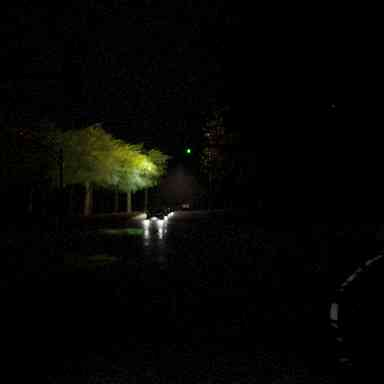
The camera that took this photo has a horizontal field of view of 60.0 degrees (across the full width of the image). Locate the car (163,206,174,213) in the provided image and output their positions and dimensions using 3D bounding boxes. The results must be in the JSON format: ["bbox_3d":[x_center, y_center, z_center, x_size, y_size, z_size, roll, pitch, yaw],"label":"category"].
[{"bbox_3d":[-4.685,3.393,66.271,1.895,1.301,4.718,0,-2,-1],"label":"car"}]

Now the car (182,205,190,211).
[{"bbox_3d":[-1.447,3.806,78.667,1.882,1.535,5.008,0,-3,-1],"label":"car"}]

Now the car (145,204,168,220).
[{"bbox_3d":[-4.140,2.379,38.126,1.837,1.490,4.892,0,-2,-1],"label":"car"}]

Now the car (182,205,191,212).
[{"bbox_3d":[-1.216,3.483,68.582,1.895,1.301,4.718,0,-2,-1],"label":"car"}]

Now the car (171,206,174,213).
[{"bbox_3d":[-4.527,2.774,56.048,2.097,1.767,4.553,0,-2,-1],"label":"car"}]

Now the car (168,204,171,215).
[{"bbox_3d":[-4.337,2.668,47.116,1.812,1.442,4.674,0,-2,-1],"label":"car"}]
